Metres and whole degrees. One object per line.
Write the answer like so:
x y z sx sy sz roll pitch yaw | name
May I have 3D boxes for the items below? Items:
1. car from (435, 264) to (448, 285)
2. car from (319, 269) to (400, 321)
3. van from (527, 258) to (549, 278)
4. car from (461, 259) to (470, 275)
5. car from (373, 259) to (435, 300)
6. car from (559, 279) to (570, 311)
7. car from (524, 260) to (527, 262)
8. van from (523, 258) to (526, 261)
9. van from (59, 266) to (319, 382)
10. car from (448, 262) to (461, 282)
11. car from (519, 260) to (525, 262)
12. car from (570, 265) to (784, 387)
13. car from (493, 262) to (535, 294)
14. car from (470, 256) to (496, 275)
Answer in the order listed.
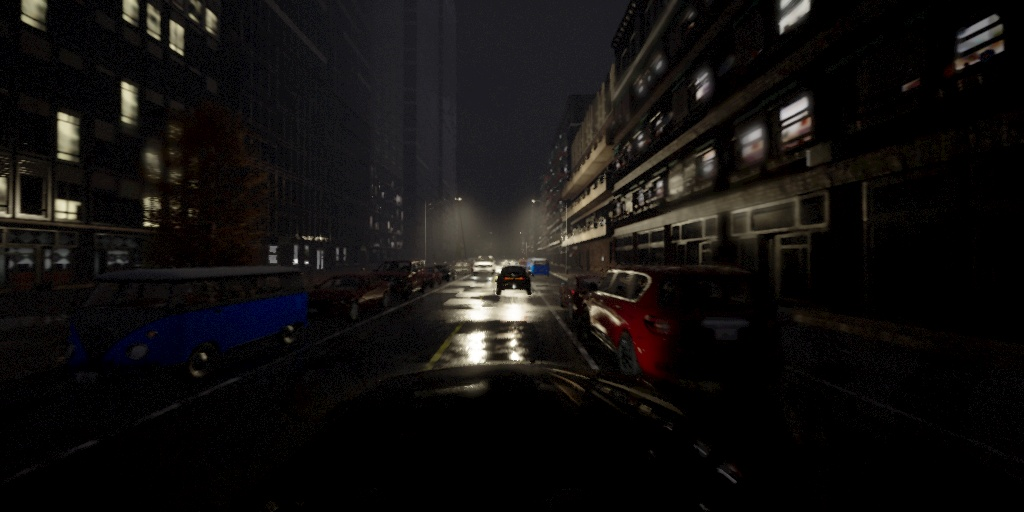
-5.685 1.367 23.823 1.802 1.307 4.207 0 0 0 | car
-5.687 1.314 12.532 1.888 1.381 4.507 0 0 0 | car
2.698 1.138 35.139 1.690 1.789 3.998 0 0 0 | van
-5.681 1.354 40.763 2.007 1.370 4.403 0 0 0 | car
-5.686 1.092 18.178 2.192 1.841 5.009 0 0 0 | car
2.694 1.314 12.553 1.888 1.381 4.507 0 0 0 | car
2.699 1.354 40.787 2.007 1.370 4.403 0 0 0 | car
2.701 1.150 46.433 1.690 1.789 3.998 0 0 0 | van
-5.688 1.100 6.884 1.690 1.789 3.998 0 0 0 | van
-5.684 1.357 29.471 1.948 1.339 4.313 0 0 0 | car
0.108 1.403 38.908 1.895 1.301 4.718 0 0 0 | car
2.692 1.074 6.905 2.192 1.841 5.009 0 0 0 | car
0.104 1.287 20.491 1.837 1.490 4.892 0 1 0 | car
-2.992 1.046 39.669 2.150 2.045 5.566 0 0 0 | car
